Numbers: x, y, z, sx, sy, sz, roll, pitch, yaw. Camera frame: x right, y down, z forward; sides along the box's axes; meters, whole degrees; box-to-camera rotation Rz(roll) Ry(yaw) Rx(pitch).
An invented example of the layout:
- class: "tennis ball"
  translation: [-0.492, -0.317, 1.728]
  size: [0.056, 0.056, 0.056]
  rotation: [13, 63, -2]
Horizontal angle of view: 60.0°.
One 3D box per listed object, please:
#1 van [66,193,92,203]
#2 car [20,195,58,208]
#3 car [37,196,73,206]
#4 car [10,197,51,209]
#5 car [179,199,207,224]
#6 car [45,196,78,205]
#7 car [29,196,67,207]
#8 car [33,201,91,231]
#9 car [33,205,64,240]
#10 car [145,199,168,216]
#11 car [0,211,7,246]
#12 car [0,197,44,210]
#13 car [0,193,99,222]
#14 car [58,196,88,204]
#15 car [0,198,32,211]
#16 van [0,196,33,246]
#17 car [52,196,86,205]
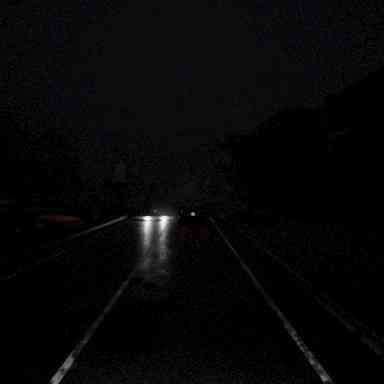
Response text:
- class: "van"
  translation: [-22.103, 1.210, 65.155]
  size: [4.442, 1.987, 1.878]
  rotation: [0, 0, 0]
- class: "car"
  translation: [-22.205, 1.328, 48.504]
  size: [4.553, 1.767, 2.185]
  rotation: [0, 0, 0]
- class: "car"
  translation: [-22.183, 1.448, 54.055]
  size: [4.892, 1.521, 2.231]
  rotation: [0, 0, 0]
- class: "car"
  translation: [-22.163, 1.498, 45.729]
  size: [4.674, 1.452, 2.002]
  rotation: [0, 0, 0]
- class: "car"
  translation: [0.064, 1.511, 24.626]
  size: [2.163, 1.488, 4.792]
  rotation: [0, 0, 0]
- class: "car"
  translation: [-22.226, 1.473, 56.830]
  size: [4.792, 1.488, 2.163]
  rotation: [0, 0, 0]
- class: "car"
  translation: [-22.187, 1.450, 51.280]
  size: [5.008, 1.535, 2.097]
  rotation: [0, 0, 0]
- class: "car"
  translation: [-8.824, 1.500, 18.852]
  size: [5.366, 1.575, 1.946]
  rotation: [0, 0, 0]
- class: "car"
  translation: [-9.004, 1.548, 16.049]
  size: [4.674, 1.452, 2.002]
  rotation: [0, 0, 0]
- class: "car"
  translation: [-3.394, 1.500, 32.713]
  size: [1.837, 1.490, 4.892]
  rotation: [0, 0, 0]
- class: "car"
  translation: [-8.980, 1.517, 10.442]
  size: [5.008, 1.535, 2.097]
  rotation: [0, 0, 0]
- class: "car"
  translation: [-22.152, 1.462, 42.953]
  size: [5.008, 1.535, 2.097]
  rotation: [0, 0, 0]
- class: "car"
  translation: [-8.989, 1.247, 21.655]
  size: [5.566, 2.045, 2.435]
  rotation: [0, 0, 0]
- class: "car"
  translation: [-22.242, 1.467, 62.381]
  size: [4.792, 1.488, 2.163]
  rotation: [0, 0, 0]
- class: "car"
  translation: [-22.146, 1.506, 40.176]
  size: [4.674, 1.452, 2.002]
  rotation: [0, 0, 0]
- class: "van"
  translation: [-9.110, 1.287, 13.245]
  size: [4.442, 1.987, 1.878]
  rotation: [0, 0, 0]
- class: "car"
  translation: [-22.018, 1.438, 59.605]
  size: [5.366, 1.575, 1.946]
  rotation: [0, 0, 0]
